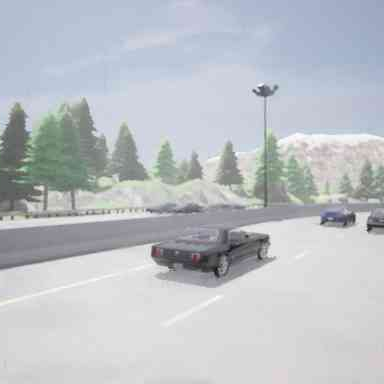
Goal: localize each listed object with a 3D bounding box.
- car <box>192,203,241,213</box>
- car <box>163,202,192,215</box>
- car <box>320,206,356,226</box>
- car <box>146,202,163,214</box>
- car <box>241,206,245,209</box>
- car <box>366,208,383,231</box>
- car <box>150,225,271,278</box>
[{"bbox_3d":[2.437,1.837,31.577,1.837,1.490,4.892,-1,-1,37],"label":"car"},{"bbox_3d":[-0.550,1.960,39.152,2.033,1.411,5.357,-1,-1,40],"label":"car"},{"bbox_3d":[11.348,1.793,25.772,1.812,1.442,4.674,-1,-1,37],"label":"car"},{"bbox_3d":[-3.275,1.984,41.339,2.033,1.411,5.357,-1,-1,40],"label":"car"},{"bbox_3d":[4.334,1.962,39.529,2.033,1.411,5.357,-1,-1,41],"label":"car"},{"bbox_3d":[12.691,1.772,21.745,2.033,1.411,5.357,0,-1,36],"label":"car"},{"bbox_3d":[0.881,1.714,10.733,1.895,1.301,4.718,0,-1,34],"label":"car"}]
